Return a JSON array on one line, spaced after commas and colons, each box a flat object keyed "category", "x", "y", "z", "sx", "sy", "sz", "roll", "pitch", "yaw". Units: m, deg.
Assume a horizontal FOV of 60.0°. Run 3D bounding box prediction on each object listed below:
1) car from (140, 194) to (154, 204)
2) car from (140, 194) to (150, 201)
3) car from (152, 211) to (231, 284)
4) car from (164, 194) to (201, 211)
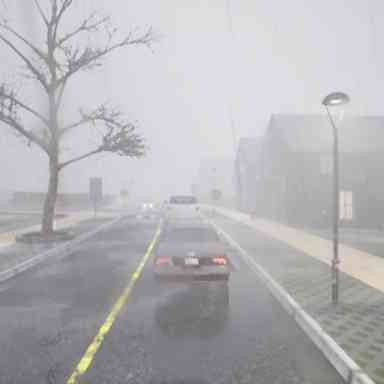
[{"category": "car", "x": -7.619, "y": 1.220, "z": 57.372, "sx": 2.128, "sy": 1.511, "sz": 4.902, "roll": 0, "pitch": 0, "yaw": -9}, {"category": "car", "x": -10.339, "y": 1.151, "z": 72.339, "sx": 1.837, "sy": 1.490, "sz": 4.892, "roll": 0, "pitch": 0, "yaw": -11}, {"category": "car", "x": -0.079, "y": 1.503, "z": 9.527, "sx": 2.033, "sy": 1.411, "sz": 5.357, "roll": 0, "pitch": 0, "yaw": -2}, {"category": "car", "x": -0.654, "y": 1.121, "z": 21.899, "sx": 2.150, "sy": 2.045, "sz": 5.566, "roll": 0, "pitch": 0, "yaw": -3}]
